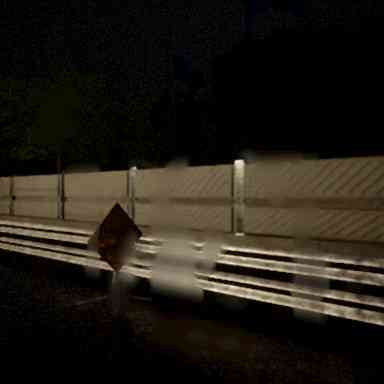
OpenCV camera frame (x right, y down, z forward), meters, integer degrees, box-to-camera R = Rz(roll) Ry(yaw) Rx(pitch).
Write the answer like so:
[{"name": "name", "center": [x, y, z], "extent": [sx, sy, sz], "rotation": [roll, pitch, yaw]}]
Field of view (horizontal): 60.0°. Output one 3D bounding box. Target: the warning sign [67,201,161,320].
[{"name": "warning sign", "center": [-1.409, 1.117, 6.155], "extent": [1.060, 1.860, 1.300], "rotation": [0, 0, 35]}]
